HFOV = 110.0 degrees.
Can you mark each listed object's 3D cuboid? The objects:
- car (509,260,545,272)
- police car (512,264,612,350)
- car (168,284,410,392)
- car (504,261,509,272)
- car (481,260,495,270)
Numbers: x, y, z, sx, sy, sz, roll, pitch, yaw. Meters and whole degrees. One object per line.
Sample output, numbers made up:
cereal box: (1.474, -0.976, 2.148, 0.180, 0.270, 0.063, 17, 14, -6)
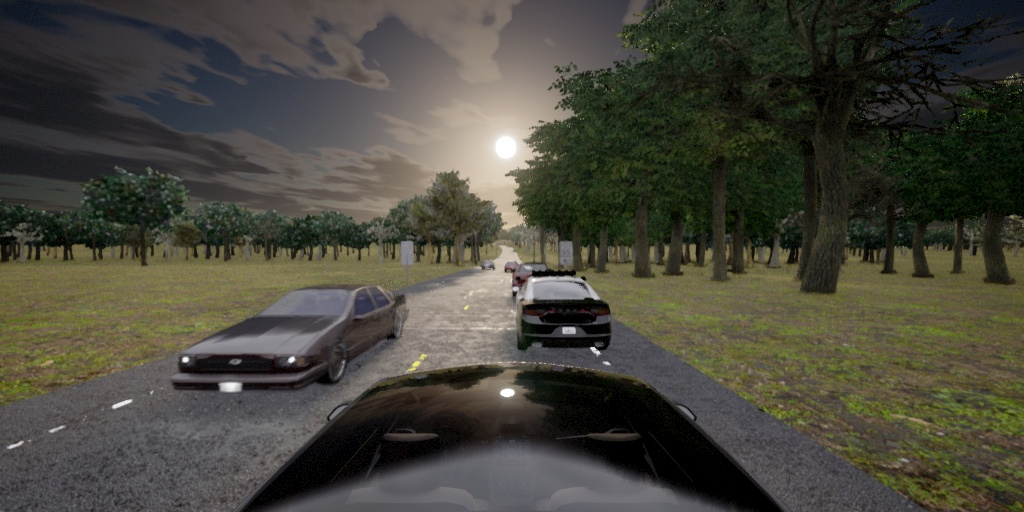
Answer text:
car: (1.044, 1.088, 19.039, 2.097, 1.767, 4.553, 0, 0, 0)
police car: (1.047, 1.167, 9.174, 1.930, 1.638, 5.238, 0, 0, 0)
car: (-3.602, 1.291, 7.252, 2.033, 1.411, 5.357, 0, 0, 0)
car: (0.019, 1.334, 46.848, 1.994, 1.385, 4.181, 0, 0, 0)
car: (-3.591, 1.289, 53.939, 2.128, 1.511, 4.902, 0, 0, 0)
